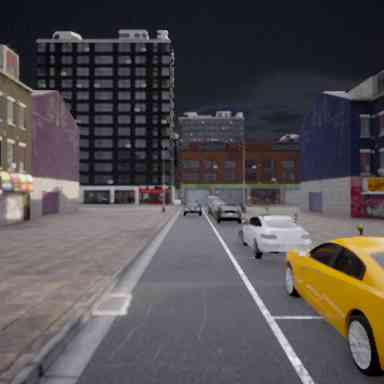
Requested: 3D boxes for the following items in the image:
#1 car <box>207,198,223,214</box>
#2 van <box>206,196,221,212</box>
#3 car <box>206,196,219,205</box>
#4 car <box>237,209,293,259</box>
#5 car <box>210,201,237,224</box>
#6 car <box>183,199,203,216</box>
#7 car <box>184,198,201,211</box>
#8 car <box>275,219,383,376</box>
[{"bbox_3d":[2.648,1.591,30.837,1.752,1.417,4.829,0,0,0],"label":"car"},{"bbox_3d":[2.651,1.445,41.616,1.690,1.788,3.998,0,0,0],"label":"van"},{"bbox_3d":[2.649,1.524,36.141,1.967,1.590,4.097,0,0,0],"label":"car"},{"bbox_3d":[3.026,1.541,12.587,1.812,1.442,4.674,0,0,0],"label":"car"},{"bbox_3d":[2.647,1.612,25.193,1.947,1.339,4.313,0,0,0],"label":"car"},{"bbox_3d":[0.081,1.622,33.644,2.033,1.411,5.357,0,0,1],"label":"car"},{"bbox_3d":[-0.013,1.605,44.191,2.128,1.511,4.902,0,0,-1],"label":"car"},{"bbox_3d":[3.016,1.483,5.587,1.882,1.535,5.008,0,0,0],"label":"car"}]
